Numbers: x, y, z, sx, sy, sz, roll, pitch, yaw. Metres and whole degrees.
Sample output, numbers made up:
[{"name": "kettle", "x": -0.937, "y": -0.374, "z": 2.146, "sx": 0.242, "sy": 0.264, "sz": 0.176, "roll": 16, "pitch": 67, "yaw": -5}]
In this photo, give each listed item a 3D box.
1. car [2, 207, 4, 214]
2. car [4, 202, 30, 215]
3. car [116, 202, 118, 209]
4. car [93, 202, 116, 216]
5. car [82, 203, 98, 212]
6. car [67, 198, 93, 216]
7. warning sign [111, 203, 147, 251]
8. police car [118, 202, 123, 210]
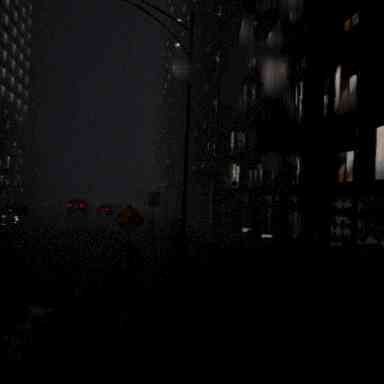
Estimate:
[{"name": "car", "x": -18.601, "y": 1.656, "z": 29.101, "sx": 1.812, "sy": 1.442, "sz": 4.674, "roll": 3, "pitch": -2, "yaw": -11}, {"name": "car", "x": -20.505, "y": 1.895, "z": 38.899, "sx": 1.994, "sy": 1.385, "sz": 4.181, "roll": 3, "pitch": -2, "yaw": -10}, {"name": "car", "x": -13.201, "y": 2.494, "z": 52.935, "sx": 1.882, "sy": 1.535, "sz": 5.008, "roll": 3, "pitch": -2, "yaw": -11}, {"name": "car", "x": -11.205, "y": 2.319, "z": 42.892, "sx": 1.837, "sy": 1.490, "sz": 4.892, "roll": 3, "pitch": -2, "yaw": -11}, {"name": "car", "x": -17.135, "y": 2.547, "z": 56.068, "sx": 1.895, "sy": 1.301, "sz": 4.718, "roll": 3, "pitch": -2, "yaw": -10}, {"name": "car", "x": -14.328, "y": 1.878, "z": 42.034, "sx": 2.150, "sy": 2.045, "sz": 5.566, "roll": 3, "pitch": -3, "yaw": -11}, {"name": "warning sign", "x": -2.657, "y": 1.456, "z": 14.062, "sx": 1.300, "sy": 1.860, "sz": 1.060, "roll": 4, "pitch": -1, "yaw": -11}, {"name": "police car", "x": -15.079, "y": 2.780, "z": 67.794, "sx": 1.930, "sy": 1.638, "sz": 5.238, "roll": 3, "pitch": -2, "yaw": -11}]
